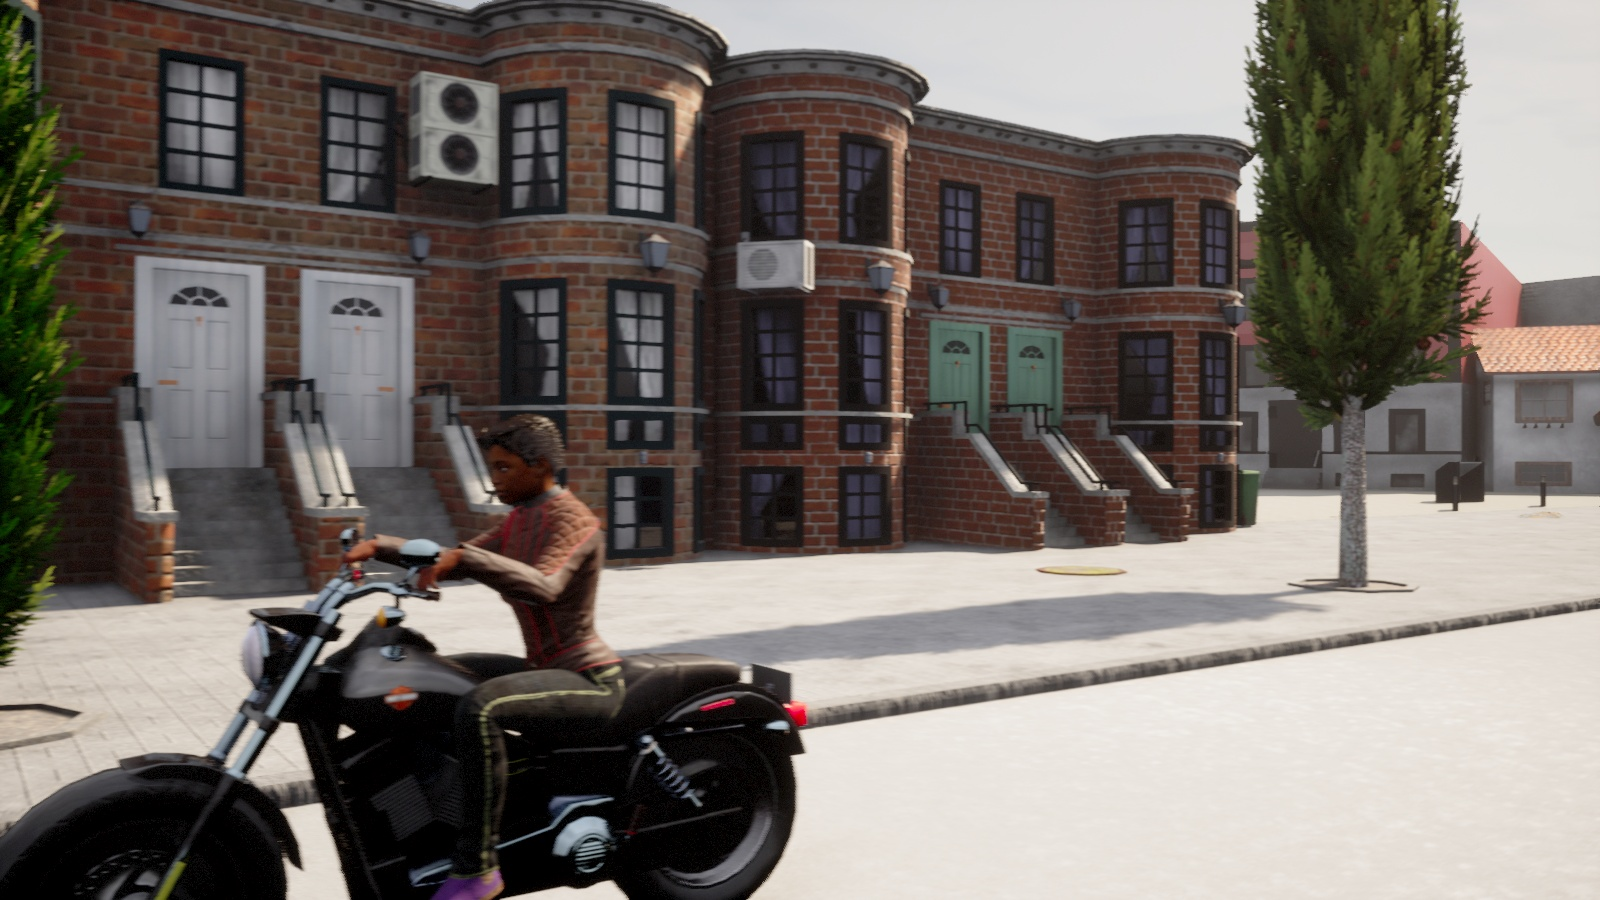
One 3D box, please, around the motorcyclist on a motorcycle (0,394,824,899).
[{"bbox_3d":[-1.113,0.706,3.493,2.350,1.649,0.766,0,0,-35],"label":"motorcyclist on a motorcycle"}]
